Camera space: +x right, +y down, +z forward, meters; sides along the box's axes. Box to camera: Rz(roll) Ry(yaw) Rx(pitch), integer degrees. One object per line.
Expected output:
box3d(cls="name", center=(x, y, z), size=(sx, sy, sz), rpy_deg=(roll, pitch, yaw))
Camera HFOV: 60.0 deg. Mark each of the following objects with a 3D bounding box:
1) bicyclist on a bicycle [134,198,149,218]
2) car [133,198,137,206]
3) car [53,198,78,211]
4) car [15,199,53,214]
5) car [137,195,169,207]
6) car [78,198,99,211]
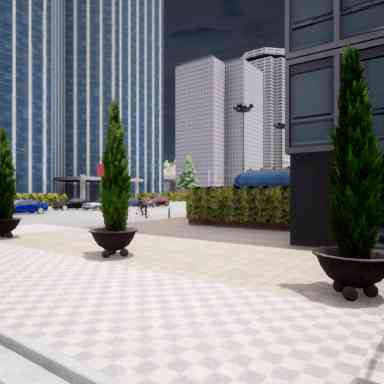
box3d(cls="bicyclist on a bicycle", center=(-4.075, 1.301, 26.657), size=(1.656, 1.620, 0.582), rpy_deg=(0, 0, 35))
box3d(cls="car", center=(-9.287, 1.547, 50.511), size=(2.033, 1.411, 5.357), rpy_deg=(0, 0, 35))
box3d(cls="car", center=(-15.215, 1.478, 42.086), size=(1.882, 1.535, 5.008), rpy_deg=(0, 0, 35))
box3d(cls="car", center=(-17.048, 1.478, 33.383), size=(1.882, 1.535, 5.008), rpy_deg=(0, 0, 35))
box3d(cls="car", center=(-5.490, 1.352, 49.816), size=(2.097, 1.767, 4.553), rpy_deg=(0, 0, 35))
box3d(cls="car", center=(-11.338, 1.601, 41.516), size=(1.895, 1.301, 4.718), rpy_deg=(0, 0, 35))
